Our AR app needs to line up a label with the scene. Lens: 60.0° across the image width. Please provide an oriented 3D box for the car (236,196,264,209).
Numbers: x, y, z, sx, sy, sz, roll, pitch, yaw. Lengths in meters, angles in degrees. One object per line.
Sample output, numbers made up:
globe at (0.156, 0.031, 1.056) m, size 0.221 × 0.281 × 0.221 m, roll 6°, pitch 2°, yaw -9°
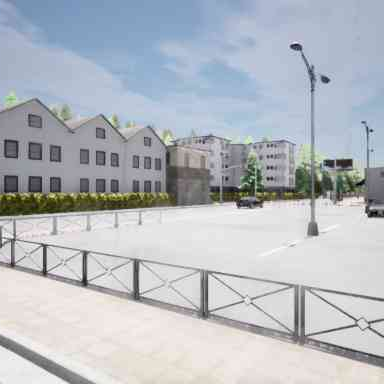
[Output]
car at (7.373, 1.286, 41.946) m, size 1.882 × 1.535 × 5.008 m, roll 0°, pitch 0°, yaw 35°

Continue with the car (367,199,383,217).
car at (15.430, 1.298, 26.804) m, size 2.007 × 1.523 × 4.514 m, roll 0°, pitch 0°, yaw 35°
